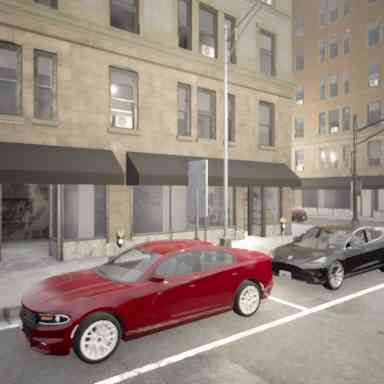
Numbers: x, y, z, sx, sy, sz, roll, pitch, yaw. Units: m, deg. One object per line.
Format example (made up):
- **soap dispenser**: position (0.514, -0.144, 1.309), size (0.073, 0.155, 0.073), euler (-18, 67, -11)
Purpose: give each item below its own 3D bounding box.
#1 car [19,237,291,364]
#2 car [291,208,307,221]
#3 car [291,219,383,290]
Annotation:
- **car**: position (-0.513, 1.545, 5.840), size (4.507, 1.381, 1.887), euler (0, 0, -36)
- **car**: position (6.496, 1.545, 25.759), size (1.882, 1.535, 5.008), euler (0, 0, -36)
- **car**: position (3.943, 1.566, 9.082), size (4.313, 1.339, 1.947), euler (0, 0, -36)
